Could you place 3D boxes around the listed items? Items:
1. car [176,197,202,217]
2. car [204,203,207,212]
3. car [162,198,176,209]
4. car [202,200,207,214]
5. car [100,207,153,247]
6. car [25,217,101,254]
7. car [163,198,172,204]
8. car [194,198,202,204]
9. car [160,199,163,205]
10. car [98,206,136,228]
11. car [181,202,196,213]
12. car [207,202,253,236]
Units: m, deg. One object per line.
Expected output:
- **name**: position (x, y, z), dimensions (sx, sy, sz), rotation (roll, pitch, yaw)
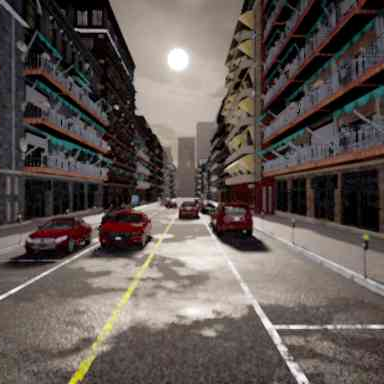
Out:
- **car**: position (-0.342, 1.723, 35.660), dimensions (2.097, 1.767, 4.553), rotation (0, -1, 0)
- **car**: position (2.229, 1.809, 25.256), dimensions (2.008, 1.369, 4.403), rotation (-1, -1, -1)
- **car**: position (-3.499, 2.168, 57.184), dimensions (1.994, 1.385, 4.181), rotation (0, -1, 0)
- **car**: position (2.023, 2.004, 42.247), dimensions (1.947, 1.339, 4.313), rotation (-1, -1, -1)
- **car**: position (-3.032, 1.646, 16.082), dimensions (1.882, 1.535, 5.008), rotation (0, -1, -1)
- **car**: position (-5.484, 1.734, 14.212), dimensions (1.802, 1.307, 4.206), rotation (-1, -1, -1)
- **car**: position (-6.379, 2.380, 87.670), dimensions (1.967, 1.590, 4.097), rotation (-1, -1, -1)
- **car**: position (1.508, 2.371, 87.558), dimensions (1.967, 1.590, 4.097), rotation (-1, -1, -1)
- **car**: position (-6.241, 2.255, 76.369), dimensions (1.967, 1.590, 4.097), rotation (-1, -1, -1)
- **car**: position (-5.621, 1.835, 25.514), dimensions (1.947, 1.339, 4.313), rotation (-1, -1, -1)
- **car**: position (-0.493, 2.077, 45.594), dimensions (1.895, 1.301, 4.718), rotation (0, -1, 0)
- **car**: position (2.295, 1.515, 19.595), dimensions (2.192, 1.841, 5.009), rotation (-1, -1, -1)
